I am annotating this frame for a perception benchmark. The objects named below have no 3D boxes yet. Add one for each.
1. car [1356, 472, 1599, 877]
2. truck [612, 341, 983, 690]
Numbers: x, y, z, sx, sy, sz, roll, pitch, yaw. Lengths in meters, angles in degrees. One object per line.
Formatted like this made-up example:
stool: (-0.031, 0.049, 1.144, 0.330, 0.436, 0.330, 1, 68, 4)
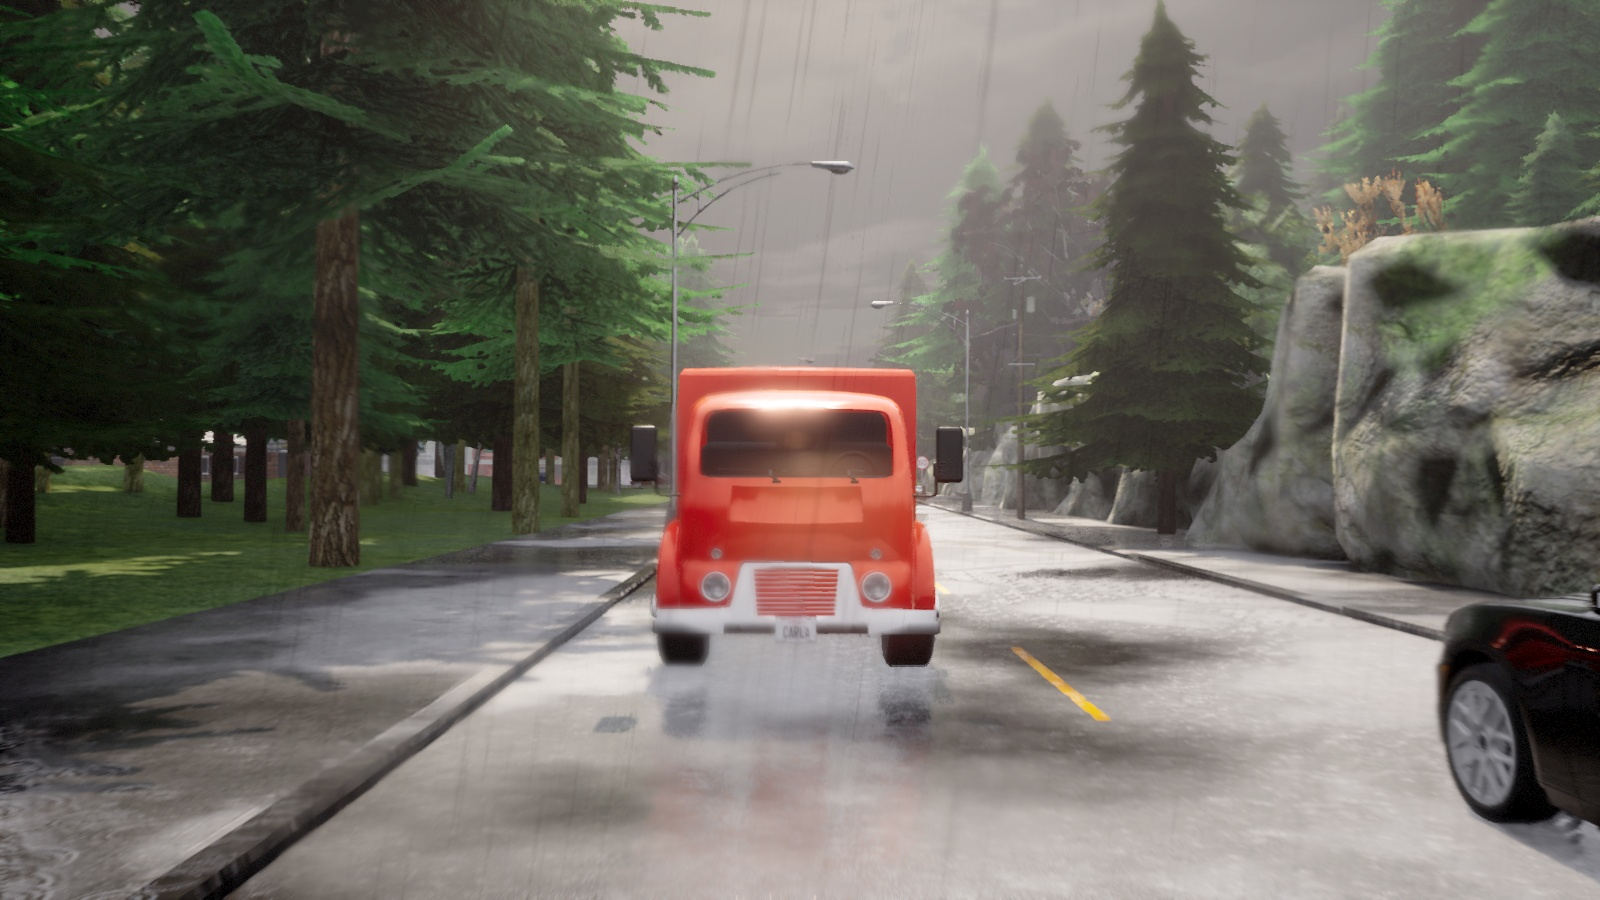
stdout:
car: (3.990, 0.849, 4.356, 1.882, 1.535, 5.008, 0, -1, 0)
truck: (-0.029, 0.528, 11.539, 2.627, 2.467, 5.204, 0, -1, 0)
